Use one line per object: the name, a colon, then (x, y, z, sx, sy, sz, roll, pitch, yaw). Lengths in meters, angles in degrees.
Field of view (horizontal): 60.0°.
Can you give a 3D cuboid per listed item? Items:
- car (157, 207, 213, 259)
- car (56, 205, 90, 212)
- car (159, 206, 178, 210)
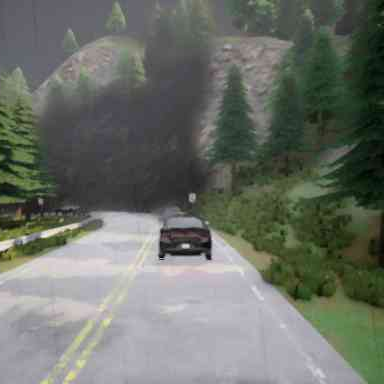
car: (-0.301, 1.605, 13.183, 1.882, 1.535, 5.008, 0, 0, -2)
car: (-15.238, 2.377, 42.212, 5.357, 1.411, 2.033, -3, 1, 36)
car: (-1.739, 1.820, 27.492, 1.994, 1.385, 4.181, -1, 0, -12)
